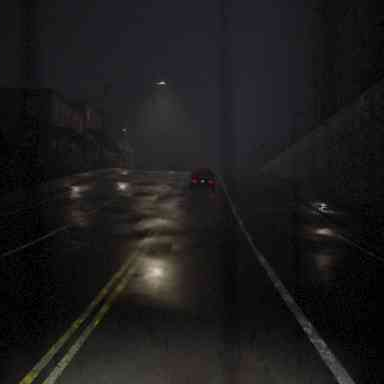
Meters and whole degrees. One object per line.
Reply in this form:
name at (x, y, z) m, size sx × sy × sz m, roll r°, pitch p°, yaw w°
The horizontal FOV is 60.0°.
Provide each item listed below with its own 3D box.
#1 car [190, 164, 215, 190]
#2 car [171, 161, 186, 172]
car at (0.849, -1.088, 26.094) m, size 2.033 × 1.411 × 5.357 m, roll 2°, pitch 9°, yaw 2°
car at (-1.892, -3.711, 47.878) m, size 1.882 × 1.535 × 5.008 m, roll 2°, pitch 0°, yaw 2°
